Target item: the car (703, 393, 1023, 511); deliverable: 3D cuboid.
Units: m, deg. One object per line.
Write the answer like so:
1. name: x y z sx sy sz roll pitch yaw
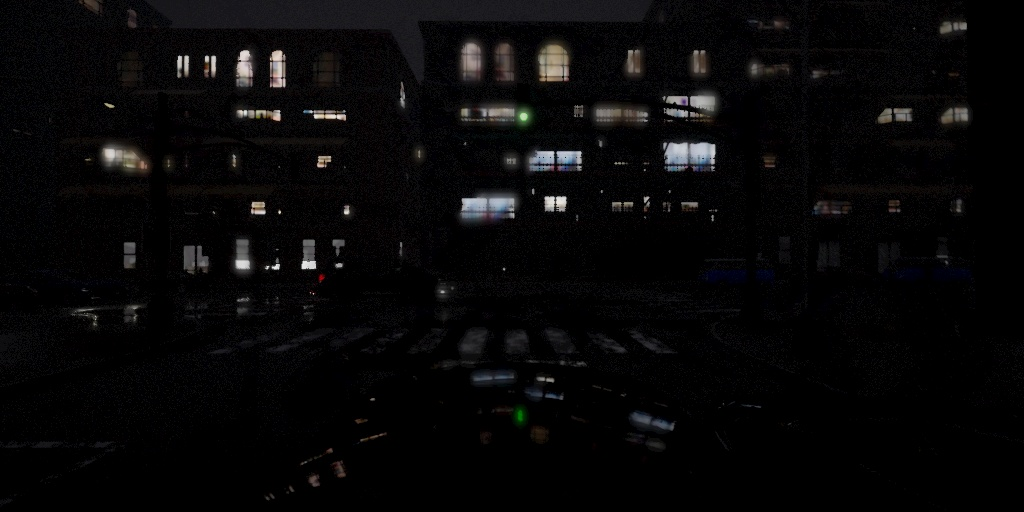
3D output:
1. car: 2.568 1.316 1.414 1.948 1.339 4.313 0 0 0

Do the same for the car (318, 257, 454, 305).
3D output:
1. car: -5.374 1.045 15.561 5.566 2.045 2.150 0 0 0

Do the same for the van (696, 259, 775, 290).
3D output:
1. van: 13.040 1.042 21.011 3.998 1.789 1.690 0 0 0

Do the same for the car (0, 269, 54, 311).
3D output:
1. car: -19.680 1.263 12.745 4.097 1.591 1.967 0 0 0

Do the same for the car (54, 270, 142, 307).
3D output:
1. car: -19.537 1.338 15.450 5.008 1.535 1.882 0 -1 0

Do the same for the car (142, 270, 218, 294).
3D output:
1. car: -19.744 1.462 20.884 4.403 1.370 2.007 0 0 0

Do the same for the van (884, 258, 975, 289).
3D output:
1. van: 24.321 0.973 21.100 3.998 1.789 1.690 0 0 0

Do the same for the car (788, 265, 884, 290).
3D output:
1. car: 18.681 1.249 21.055 4.207 1.307 1.802 0 0 0
